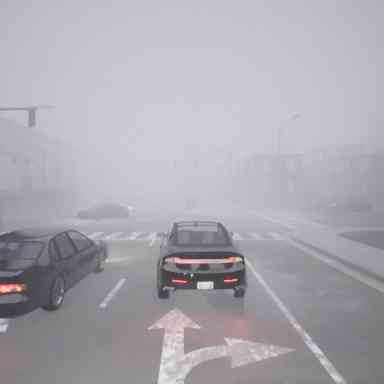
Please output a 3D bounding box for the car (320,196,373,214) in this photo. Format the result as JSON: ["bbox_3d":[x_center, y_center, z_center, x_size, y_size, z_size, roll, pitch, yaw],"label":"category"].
[{"bbox_3d":[16.546,1.341,35.245,4.553,1.767,2.097,0,0,0],"label":"car"}]

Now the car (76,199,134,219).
[{"bbox_3d":[-7.102,1.556,26.733,1.994,1.385,4.181,0,0,36],"label":"car"}]

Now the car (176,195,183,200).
[{"bbox_3d":[-3.486,1.496,92.909,1.812,1.442,4.674,0,0,0],"label":"car"}]

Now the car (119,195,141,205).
[{"bbox_3d":[-10.567,1.475,56.068,2.128,1.511,4.902,0,0,0],"label":"car"}]

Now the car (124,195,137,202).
[{"bbox_3d":[-13.988,1.517,75.558,2.033,1.411,5.357,0,0,0],"label":"car"}]

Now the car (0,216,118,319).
[{"bbox_3d":[-3.430,1.545,7.684,2.033,1.411,5.357,0,0,0],"label":"car"}]

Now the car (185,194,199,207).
[{"bbox_3d":[0.073,1.489,51.373,1.837,1.490,4.892,-1,0,0],"label":"car"}]

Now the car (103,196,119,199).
[{"bbox_3d":[-14.069,1.584,55.267,1.895,1.301,4.718,0,0,0],"label":"car"}]

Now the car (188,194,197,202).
[{"bbox_3d":[0.012,1.331,79.237,2.097,1.767,4.553,0,0,0],"label":"car"}]

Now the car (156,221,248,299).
[{"bbox_3d":[0.116,1.489,8.488,2.128,1.511,4.902,0,0,-3],"label":"car"}]

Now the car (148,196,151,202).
[{"bbox_3d":[-10.489,1.503,75.222,2.128,1.511,4.902,0,0,0],"label":"car"}]

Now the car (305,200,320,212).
[{"bbox_3d":[15.718,1.479,38.745,4.902,1.511,2.128,0,0,0],"label":"car"}]

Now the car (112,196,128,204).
[{"bbox_3d":[-14.018,1.528,64.938,2.033,1.411,5.357,0,0,1],"label":"car"}]

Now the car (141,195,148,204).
[{"bbox_3d":[-10.524,1.332,65.035,2.097,1.767,4.553,0,0,0],"label":"car"}]
